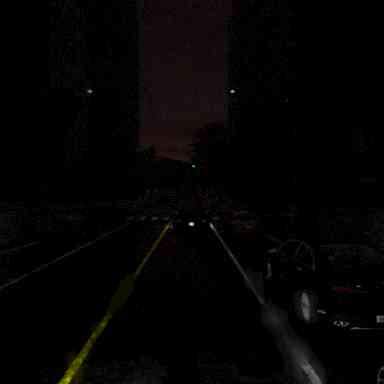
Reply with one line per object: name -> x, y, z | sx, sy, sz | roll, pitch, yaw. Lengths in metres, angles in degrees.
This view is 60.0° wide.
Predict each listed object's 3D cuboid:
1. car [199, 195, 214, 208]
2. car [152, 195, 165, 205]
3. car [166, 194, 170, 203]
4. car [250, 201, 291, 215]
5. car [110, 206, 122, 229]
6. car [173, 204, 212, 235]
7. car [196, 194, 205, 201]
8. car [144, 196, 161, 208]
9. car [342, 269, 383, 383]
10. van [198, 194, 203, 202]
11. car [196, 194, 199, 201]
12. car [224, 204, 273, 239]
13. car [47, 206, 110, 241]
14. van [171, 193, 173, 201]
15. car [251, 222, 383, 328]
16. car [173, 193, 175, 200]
car -> 2.416, 1.634, 49.641 | 1.752, 1.417, 4.829 | -1, 0, 0
car -> -6.150, 1.446, 55.083 | 2.192, 1.841, 5.009 | -1, 0, 0
car -> -6.229, 1.453, 66.442 | 2.192, 1.841, 5.009 | -1, 0, 0
car -> 7.653, 1.676, 34.111 | 4.892, 1.490, 1.837 | 0, -3, -10
car -> -5.919, 1.643, 22.433 | 1.947, 1.339, 4.313 | -1, 0, 0
car -> -0.036, 1.623, 19.159 | 1.994, 1.385, 4.181 | 0, 0, 0
car -> 2.137, 1.433, 89.225 | 2.192, 1.841, 5.009 | -1, 0, 0
car -> -6.107, 1.707, 49.402 | 1.802, 1.307, 4.206 | -1, 0, 0
car -> 2.751, 1.567, 1.681 | 1.947, 1.339, 4.313 | -1, 0, 0
van -> 2.375, 1.455, 55.151 | 1.690, 1.788, 3.998 | -1, 0, 0
car -> 2.258, 1.647, 72.359 | 1.752, 1.417, 4.829 | -1, 0, 0
car -> 2.641, 1.574, 17.458 | 1.752, 1.417, 4.829 | -1, 0, 0
car -> -5.882, 1.615, 17.054 | 2.008, 1.369, 4.403 | -1, 0, 0
van -> -6.348, 1.478, 83.481 | 1.690, 1.788, 3.998 | -1, 0, 0
car -> 2.715, 1.569, 6.882 | 2.008, 1.369, 4.403 | -1, 0, 0
car -> -6.386, 1.575, 89.160 | 1.967, 1.590, 4.097 | -1, 0, 0
